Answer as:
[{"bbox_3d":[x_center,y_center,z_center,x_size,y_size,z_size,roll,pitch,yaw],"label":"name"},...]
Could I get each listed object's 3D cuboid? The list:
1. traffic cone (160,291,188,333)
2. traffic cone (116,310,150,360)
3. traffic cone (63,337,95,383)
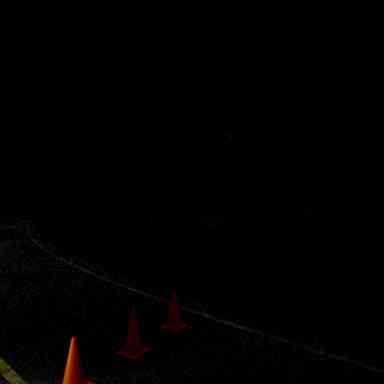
[{"bbox_3d":[-0.299,1.932,5.484,0.340,0.580,0.340,1,1,31],"label":"traffic cone"},{"bbox_3d":[-0.818,1.939,4.634,0.340,0.580,0.340,1,1,31],"label":"traffic cone"},{"bbox_3d":[-1.337,1.945,3.783,0.340,0.580,0.340,1,1,31],"label":"traffic cone"}]
